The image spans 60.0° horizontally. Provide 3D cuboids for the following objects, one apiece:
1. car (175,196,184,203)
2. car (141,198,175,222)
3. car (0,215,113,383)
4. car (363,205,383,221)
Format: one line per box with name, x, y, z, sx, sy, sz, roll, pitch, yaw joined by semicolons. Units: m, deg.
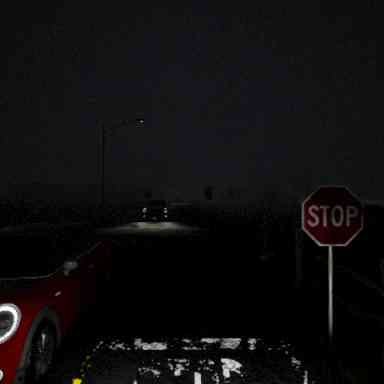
car;-2.798;1.622;71.333;1.837;1.490;4.892;0;0;0
car;-2.767;1.373;26.745;2.097;1.767;4.553;0;0;0
car;-2.751;1.352;5.281;2.097;1.767;4.553;0;0;0
car;15.222;1.829;29.182;4.674;1.442;1.812;1;-1;-20
